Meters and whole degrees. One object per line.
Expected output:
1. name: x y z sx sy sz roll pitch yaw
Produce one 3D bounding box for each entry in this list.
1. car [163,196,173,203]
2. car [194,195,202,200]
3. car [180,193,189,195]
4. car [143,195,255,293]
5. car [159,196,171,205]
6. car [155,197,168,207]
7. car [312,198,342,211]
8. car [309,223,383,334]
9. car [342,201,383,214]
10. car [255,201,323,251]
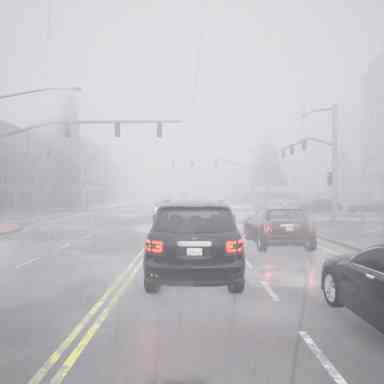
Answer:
1. car: -5.065 1.552 71.198 1.994 1.385 4.181 0 0 -1
2. car: 1.479 1.552 90.349 1.994 1.385 4.181 0 0 -1
3. car: -1.779 1.496 80.204 1.837 1.490 4.892 0 0 -1
4. car: 0.055 1.221 8.969 2.150 2.045 5.566 0 0 0
5. car: -4.892 1.477 61.317 1.882 1.535 5.008 0 0 -1
6. car: -4.694 1.526 51.927 1.812 1.442 4.674 0 0 -1
7. car: 14.443 1.505 37.545 4.892 1.490 1.837 0 0 -2
8. car: 3.608 1.505 5.065 1.837 1.490 4.892 0 0 0
9. car: 18.492 1.601 34.152 4.718 1.301 1.895 0 0 -2
10. car: 3.537 1.352 14.147 2.097 1.767 4.553 0 0 0
